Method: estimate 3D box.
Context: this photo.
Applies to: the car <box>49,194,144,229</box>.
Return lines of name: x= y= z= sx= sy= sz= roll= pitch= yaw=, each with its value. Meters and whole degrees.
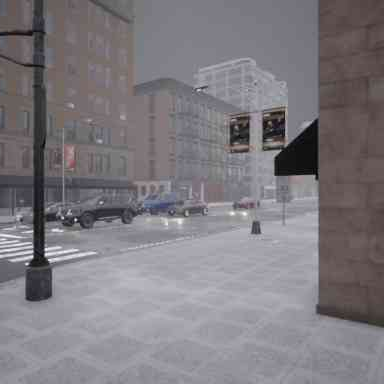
car: x=-6.045 y=1.161 z=21.888 sx=2.150 sy=2.045 sz=5.566 roll=0 pitch=0 yaw=35

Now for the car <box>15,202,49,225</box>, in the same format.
car: x=-9.430 y=1.442 z=22.733 sx=2.128 sy=1.511 sz=4.902 roll=0 pitch=0 yaw=35

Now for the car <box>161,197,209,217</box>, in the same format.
car: x=-0.312 y=1.402 z=29.983 sx=1.837 sy=1.490 sz=4.892 roll=0 pitch=0 yaw=35

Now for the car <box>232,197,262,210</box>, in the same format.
car: x=6.616 y=1.324 z=39.739 sx=1.882 sy=1.535 sz=5.008 roll=0 pitch=0 yaw=35

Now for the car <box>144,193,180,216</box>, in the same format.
car: x=-3.115 y=1.128 z=31.644 sx=2.150 sy=2.045 sz=5.566 roll=0 pitch=0 yaw=35
